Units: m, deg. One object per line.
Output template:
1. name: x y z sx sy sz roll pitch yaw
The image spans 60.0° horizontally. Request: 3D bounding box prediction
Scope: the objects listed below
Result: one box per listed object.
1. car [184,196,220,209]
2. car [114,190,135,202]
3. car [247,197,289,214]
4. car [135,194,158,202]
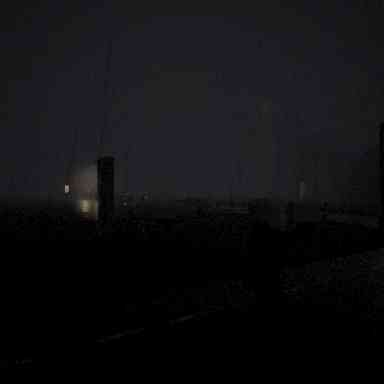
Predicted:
1. car: 1.073 1.251 40.888 2.033 1.411 5.357 -1 1 -36
2. car: -12.090 0.711 59.395 2.150 2.045 5.566 -1 1 -35
3. car: 7.421 1.312 32.035 1.837 1.490 4.892 -1 1 -36
4. car: -7.637 1.025 57.998 1.812 1.442 4.674 -1 1 -35
